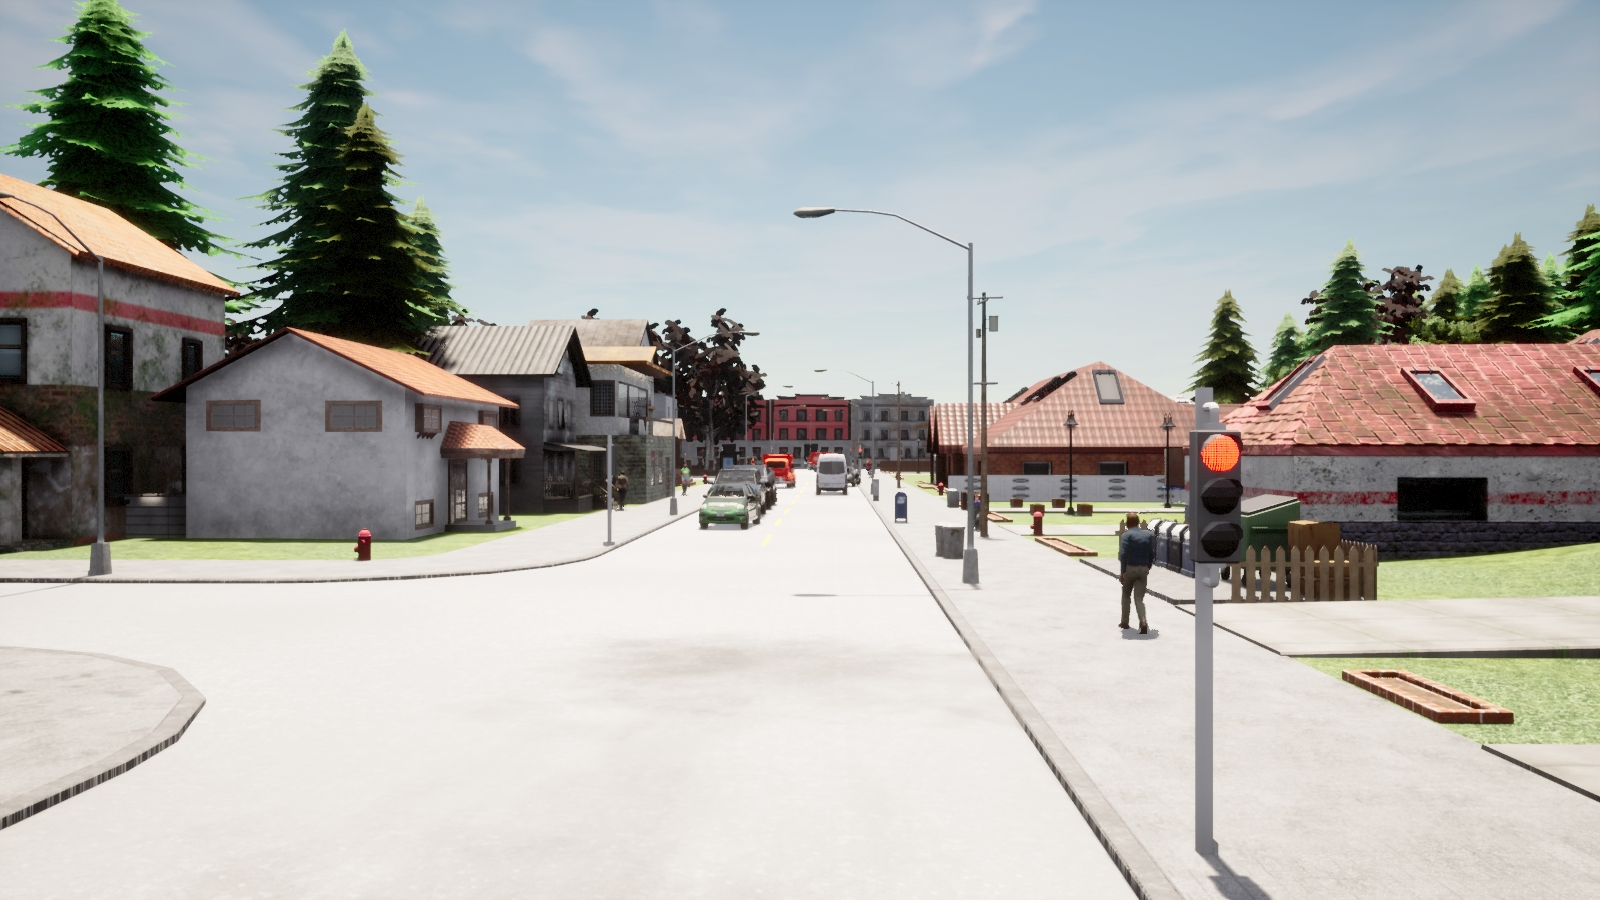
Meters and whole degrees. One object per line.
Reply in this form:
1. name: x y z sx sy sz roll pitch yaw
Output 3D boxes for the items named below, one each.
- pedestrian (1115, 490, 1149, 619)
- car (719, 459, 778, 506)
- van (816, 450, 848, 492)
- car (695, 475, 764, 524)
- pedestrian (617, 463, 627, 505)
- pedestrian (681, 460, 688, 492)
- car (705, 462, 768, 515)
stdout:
1. pedestrian: 4.886 1.524 16.800 0.375 1.860 0.375 0 0 -4
2. car: -2.451 1.534 55.813 2.390 2.098 6.274 0 0 2
3. van: 2.035 1.315 73.194 1.988 2.561 5.915 0 0 2
4. car: -2.533 1.779 41.798 1.851 1.617 3.988 0 0 7
5. pedestrian: -7.947 1.525 51.029 0.375 1.860 0.375 0 0 2
6. pedestrian: -6.820 1.524 67.523 0.375 1.860 0.375 0 0 -14
7. car: -2.626 1.559 48.404 2.150 2.045 5.566 0 0 2
